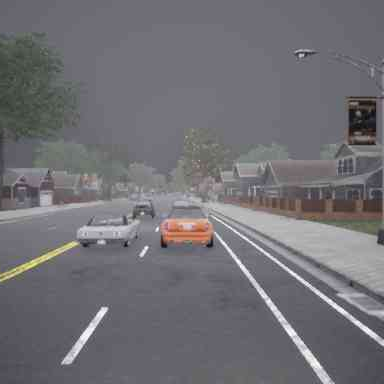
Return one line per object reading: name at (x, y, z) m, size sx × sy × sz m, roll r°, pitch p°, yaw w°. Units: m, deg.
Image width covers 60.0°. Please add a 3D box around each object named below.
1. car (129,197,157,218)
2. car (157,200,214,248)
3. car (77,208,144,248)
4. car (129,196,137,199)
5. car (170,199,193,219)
car at (-4.220, 1.517, 29.816) m, size 1.837 × 1.490 × 4.892 m, roll 0°, pitch 0°, yaw -3°
car at (-0.252, 1.366, 14.875) m, size 2.097 × 1.767 × 4.553 m, roll 0°, pitch 0°, yaw -2°
car at (-3.502, 1.616, 14.828) m, size 1.895 × 1.301 × 4.718 m, roll 0°, pitch 0°, yaw -2°
car at (-13.305, 1.531, 76.555) m, size 1.994 × 1.385 × 4.181 m, roll 0°, pitch 0°, yaw -3°
car at (-0.975, 1.485, 29.995) m, size 1.882 × 1.535 × 5.008 m, roll 0°, pitch 0°, yaw -3°
